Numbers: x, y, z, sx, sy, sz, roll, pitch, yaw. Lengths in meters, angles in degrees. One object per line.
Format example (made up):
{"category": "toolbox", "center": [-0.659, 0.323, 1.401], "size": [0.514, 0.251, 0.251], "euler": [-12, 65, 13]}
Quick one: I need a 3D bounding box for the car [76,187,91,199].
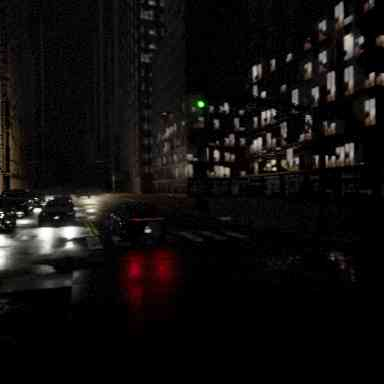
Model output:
{"category": "car", "center": [-19.158, 0.127, 58.692], "size": [2.150, 2.045, 5.566], "euler": [-1, 1, -21]}

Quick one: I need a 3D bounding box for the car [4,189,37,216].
{"category": "car", "center": [-14.004, 0.778, 26.532], "size": [2.150, 2.045, 5.566], "euler": [-1, 1, -20]}

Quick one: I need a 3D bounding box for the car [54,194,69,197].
{"category": "car", "center": [-11.584, 1.048, 29.383], "size": [1.994, 1.385, 4.181], "euler": [-1, 1, -20]}

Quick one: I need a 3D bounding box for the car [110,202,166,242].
{"category": "car", "center": [-2.571, 1.224, 15.125], "size": [2.128, 1.511, 4.902], "euler": [-1, 2, -21]}

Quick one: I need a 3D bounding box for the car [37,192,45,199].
{"category": "car", "center": [-17.382, 0.740, 35.618], "size": [2.097, 1.767, 4.553], "euler": [-1, 1, -21]}

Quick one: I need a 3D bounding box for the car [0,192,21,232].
{"category": "car", "center": [-10.650, 1.075, 17.568], "size": [2.097, 1.767, 4.553], "euler": [-1, 1, -20]}

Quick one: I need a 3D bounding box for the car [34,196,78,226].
{"category": "car", "center": [-8.226, 1.215, 20.362], "size": [1.994, 1.385, 4.181], "euler": [-1, 1, -21]}

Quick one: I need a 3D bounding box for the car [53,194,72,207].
{"category": "car", "center": [-15.169, 0.906, 38.963], "size": [1.895, 1.301, 4.718], "euler": [-1, 1, -21]}

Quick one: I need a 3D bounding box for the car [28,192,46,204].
{"category": "car", "center": [-21.013, 0.732, 45.228], "size": [1.812, 1.442, 4.674], "euler": [-1, 1, -21]}
